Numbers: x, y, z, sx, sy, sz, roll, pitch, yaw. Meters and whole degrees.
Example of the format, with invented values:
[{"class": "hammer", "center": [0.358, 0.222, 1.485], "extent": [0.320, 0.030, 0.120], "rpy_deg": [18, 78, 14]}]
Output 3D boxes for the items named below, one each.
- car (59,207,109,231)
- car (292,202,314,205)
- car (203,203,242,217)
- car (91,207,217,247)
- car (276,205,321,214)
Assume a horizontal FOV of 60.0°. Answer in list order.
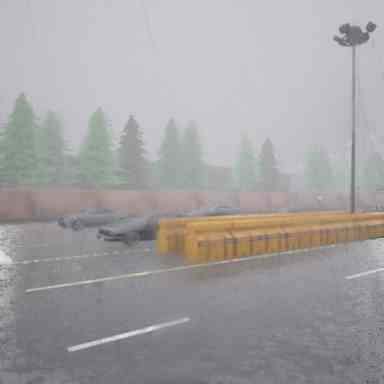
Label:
[{"class": "car", "center": [-6.173, 1.644, 21.072], "extent": [4.181, 1.385, 1.994], "rpy_deg": [1, 0, -35]}, {"class": "car", "center": [10.833, 1.801, 33.184], "extent": [4.902, 1.511, 2.128], "rpy_deg": [1, 0, -35]}, {"class": "car", "center": [1.832, 1.680, 26.776], "extent": [4.902, 1.511, 2.128], "rpy_deg": [1, 0, -35]}, {"class": "car", "center": [-1.645, 1.633, 15.706], "extent": [5.357, 1.411, 2.033], "rpy_deg": [1, 0, -35]}, {"class": "car", "center": [6.488, 1.760, 21.497], "extent": [4.181, 1.385, 1.994], "rpy_deg": [1, 0, -35]}]
